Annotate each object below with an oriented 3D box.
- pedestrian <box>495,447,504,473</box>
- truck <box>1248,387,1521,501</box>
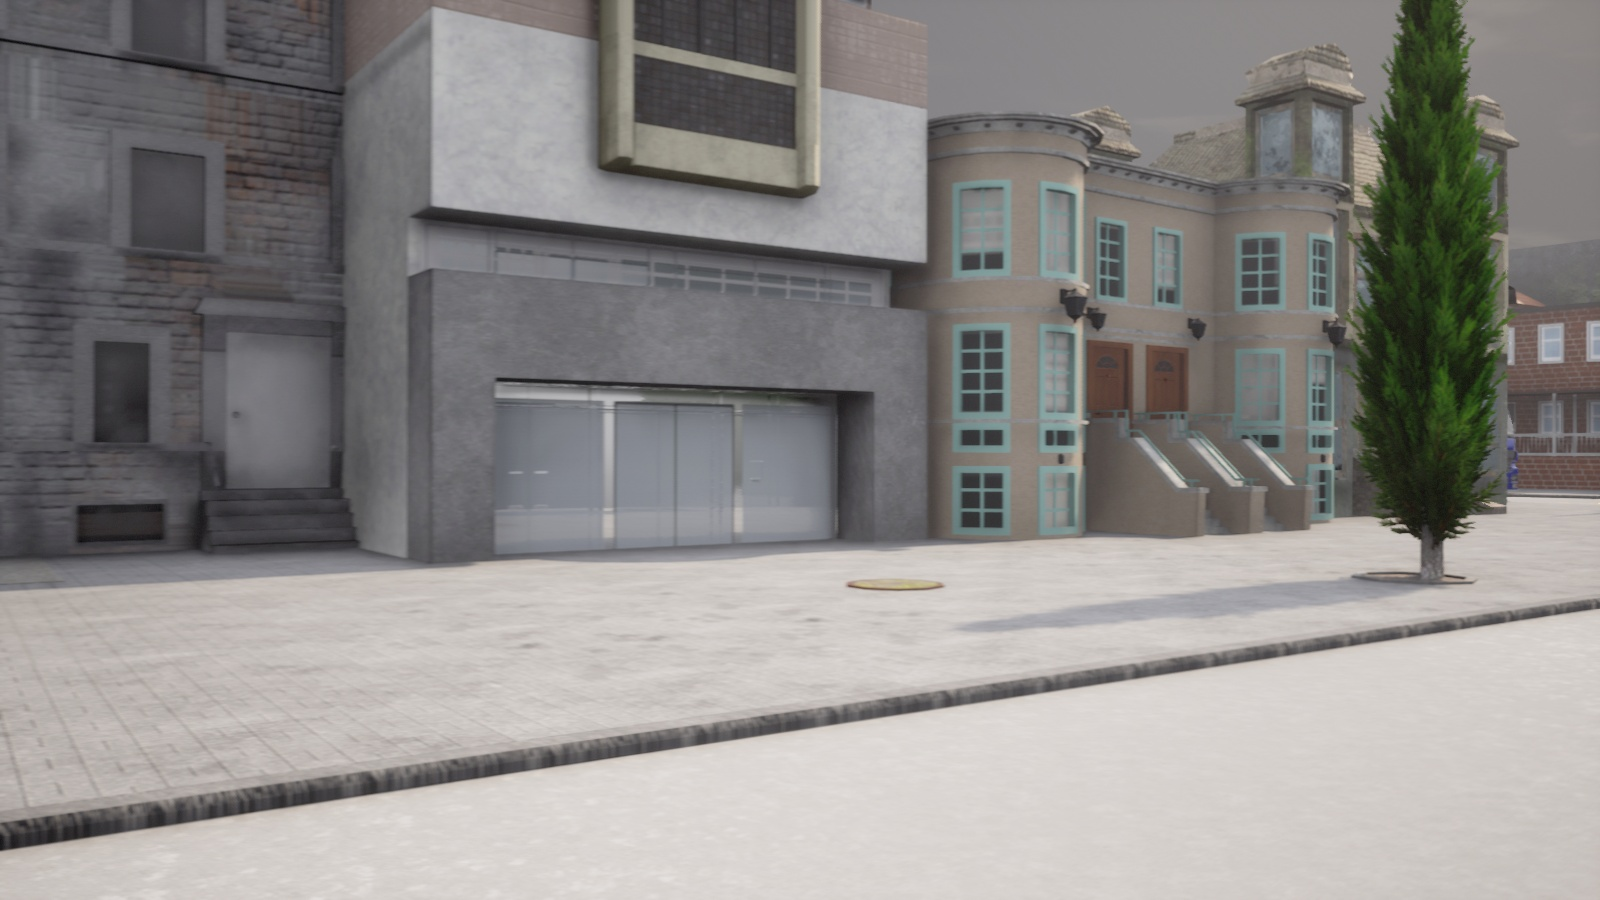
[{"bbox_3d":[-21.689,0.715,90.765,0.396,1.930,0.692,0,0,-36],"label":"pedestrian"},{"bbox_3d":[19.300,-0.175,42.050,2.891,3.462,7.936,0,0,-34],"label":"truck"}]
